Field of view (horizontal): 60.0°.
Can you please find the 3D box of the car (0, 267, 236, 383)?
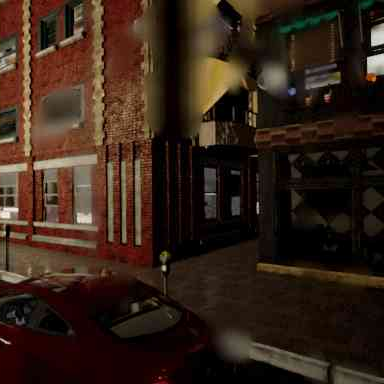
[{"bbox_3d":[-1.515,1.583,3.934,4.206,1.307,1.802,0,-1,36],"label":"car"}]
